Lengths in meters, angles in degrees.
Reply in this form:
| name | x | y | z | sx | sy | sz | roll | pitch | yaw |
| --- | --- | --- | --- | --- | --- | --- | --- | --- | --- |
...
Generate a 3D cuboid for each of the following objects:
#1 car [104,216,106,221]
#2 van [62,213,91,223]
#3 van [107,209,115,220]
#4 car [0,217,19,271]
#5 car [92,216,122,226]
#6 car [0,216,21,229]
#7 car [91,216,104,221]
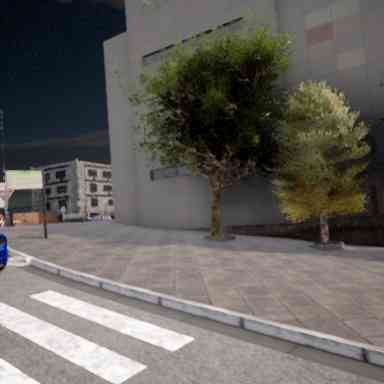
| name | x | y | z | sx | sy | sz | roll | pitch | yaw |
| --- | --- | --- | --- | --- | --- | --- | --- | --- | --- |
| car | -17.186 | 5.165 | 60.393 | 4.553 | 1.767 | 2.185 | -6 | -7 | 25 |
| van | -19.728 | 4.640 | 55.466 | 4.442 | 1.987 | 1.878 | -6 | -7 | 25 |
| van | -9.505 | 3.219 | 47.869 | 4.442 | 1.987 | 1.878 | -6 | -7 | 25 |
| car | -6.964 | 1.388 | 9.618 | 5.008 | 1.535 | 1.882 | 2 | 2 | 44 |
| car | -16.114 | 5.553 | 63.091 | 5.366 | 1.575 | 1.946 | -6 | -8 | 25 |
| car | -20.296 | 3.280 | 35.202 | 1.895 | 1.301 | 4.718 | -5 | -4 | 0 |
| car | -18.417 | 5.063 | 57.888 | 5.008 | 1.535 | 2.097 | -6 | -7 | 25 |
